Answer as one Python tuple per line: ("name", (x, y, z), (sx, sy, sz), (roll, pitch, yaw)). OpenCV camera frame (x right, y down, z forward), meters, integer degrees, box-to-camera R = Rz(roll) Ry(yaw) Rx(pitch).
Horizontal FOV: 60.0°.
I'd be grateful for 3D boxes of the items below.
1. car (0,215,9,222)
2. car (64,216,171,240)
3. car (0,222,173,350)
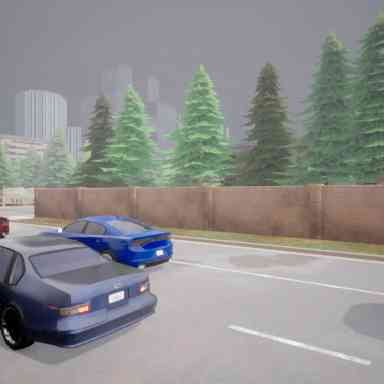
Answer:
("car", (-10.708, 1.478, 15.926), (5.008, 1.535, 1.882), (0, 0, 35))
("car", (-2.880, 1.478, 10.345), (5.008, 1.535, 1.882), (0, 0, 35))
("car", (-3.126, 1.547, 6.214), (5.357, 1.411, 2.033), (0, 0, 35))
